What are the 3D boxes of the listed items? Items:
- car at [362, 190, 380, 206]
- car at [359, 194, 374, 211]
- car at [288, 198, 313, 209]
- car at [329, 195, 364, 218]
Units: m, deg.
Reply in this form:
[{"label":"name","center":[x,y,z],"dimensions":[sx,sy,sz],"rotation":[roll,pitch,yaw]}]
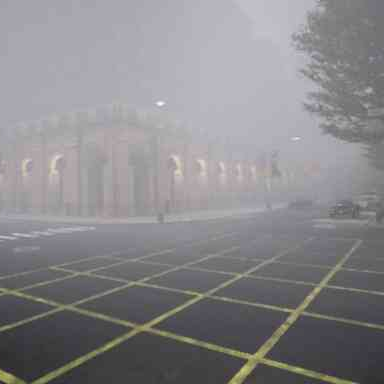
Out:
[{"label":"car","center":[23.662,0.808,44.229],"dimensions":[2.150,2.045,5.566],"rotation":[-1,0,33]},{"label":"car","center":[17.781,1.214,35.232],"dimensions":[1.812,1.442,4.674],"rotation":[-1,0,34]},{"label":"car","center":[13.288,1.354,40.640],"dimensions":[1.895,1.301,4.718],"rotation":[-1,0,33]},{"label":"car","center":[12.696,1.281,27.494],"dimensions":[1.837,1.490,4.892],"rotation":[-1,0,33]}]
